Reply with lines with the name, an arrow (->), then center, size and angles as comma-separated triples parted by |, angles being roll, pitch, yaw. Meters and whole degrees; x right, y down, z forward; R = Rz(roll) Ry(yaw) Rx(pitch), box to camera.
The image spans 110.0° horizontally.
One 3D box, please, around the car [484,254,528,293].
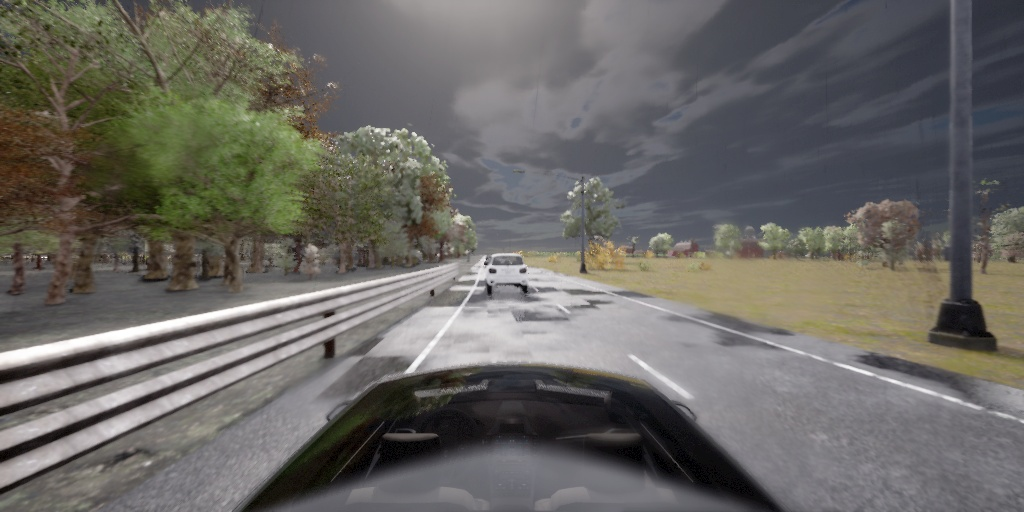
car -> -0.383, 0.892, 20.462 | 2.150, 2.045, 5.566 | 0, 0, -4
